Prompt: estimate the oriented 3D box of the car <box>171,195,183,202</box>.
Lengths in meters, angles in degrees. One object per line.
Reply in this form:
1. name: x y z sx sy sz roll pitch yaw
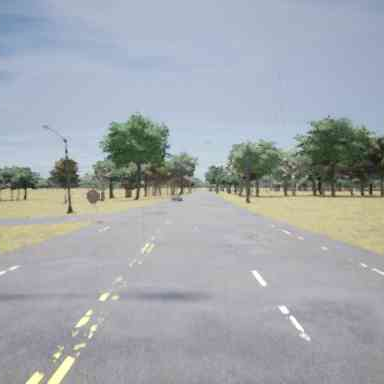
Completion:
1. car: -2.828 1.203 63.626 1.994 1.385 4.181 0 1 2
